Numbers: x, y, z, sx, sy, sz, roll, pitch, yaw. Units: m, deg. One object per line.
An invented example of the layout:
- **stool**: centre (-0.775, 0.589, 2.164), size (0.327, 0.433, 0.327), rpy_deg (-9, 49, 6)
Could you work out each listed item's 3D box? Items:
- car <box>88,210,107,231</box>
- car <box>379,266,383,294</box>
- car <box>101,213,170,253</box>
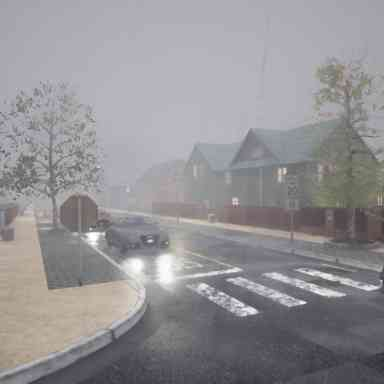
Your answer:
- **car**: centre (-6.905, 1.988, 24.068), size (1.994, 1.385, 4.181), rpy_deg (-1, -1, -26)
- **car**: centre (5.508, 1.497, 5.184), size (1.837, 1.490, 4.892), rpy_deg (-1, 0, -26)
- **car**: centre (-2.551, 1.814, 15.049), size (1.994, 1.385, 4.181), rpy_deg (-1, -1, -27)
